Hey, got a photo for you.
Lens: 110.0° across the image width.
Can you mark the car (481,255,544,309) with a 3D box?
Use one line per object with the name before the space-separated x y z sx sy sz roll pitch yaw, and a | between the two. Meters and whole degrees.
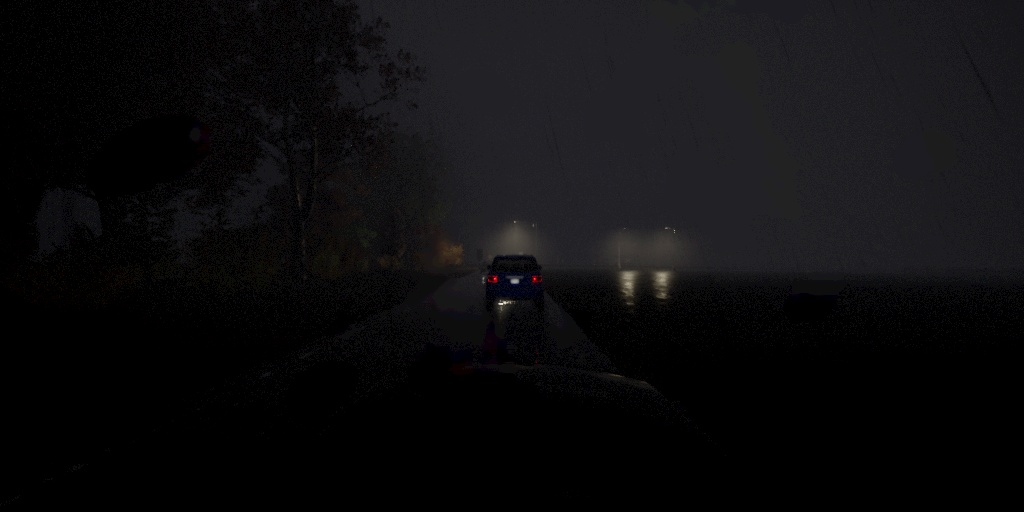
car | 0.103 0.975 15.109 2.150 2.045 5.566 0 0 0
